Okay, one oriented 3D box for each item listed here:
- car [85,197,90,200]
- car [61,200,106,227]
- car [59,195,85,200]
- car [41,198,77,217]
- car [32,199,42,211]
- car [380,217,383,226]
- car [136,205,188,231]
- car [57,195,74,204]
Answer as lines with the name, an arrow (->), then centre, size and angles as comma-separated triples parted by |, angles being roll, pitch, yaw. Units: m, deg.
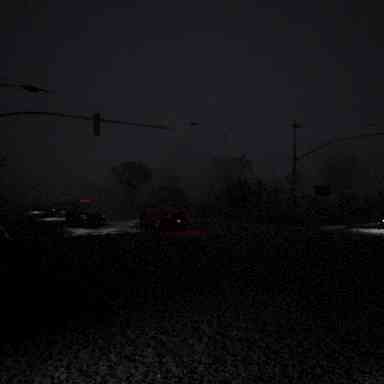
car -> -17.574, 1.498, 53.006 | 2.128, 1.511, 4.902 | 1, 0, -33
car -> -7.773, 1.573, 24.074 | 1.882, 1.535, 5.008 | 1, 0, -33
car -> -16.062, 1.575, 44.143 | 1.837, 1.490, 4.892 | 1, 0, -32
car -> -13.041, 1.599, 32.429 | 1.837, 1.490, 4.892 | 1, 0, -32
car -> -18.367, 1.564, 40.857 | 1.812, 1.442, 4.674 | 1, 0, -32
car -> 15.552, 1.877, 23.676 | 5.357, 1.411, 2.033 | 1, -1, -35
car -> -2.115, 1.617, 22.181 | 1.882, 1.535, 5.008 | 2, -1, -32
car -> -23.442, 1.340, 61.500 | 1.812, 1.442, 4.674 | 1, 1, -37
